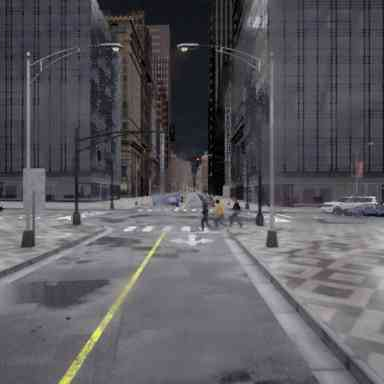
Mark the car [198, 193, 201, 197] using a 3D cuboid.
[{"bbox_3d":[3.093,1.414,84.189,1.887,1.381,4.507,0,0,0],"label":"car"}]

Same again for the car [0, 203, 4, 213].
[{"bbox_3d":[-18.750,1.102,28.684,4.553,1.767,2.097,1,0,0],"label":"car"}]

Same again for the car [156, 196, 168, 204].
[{"bbox_3d":[-5.586,1.511,61.650,1.802,1.307,4.206,0,0,0],"label":"car"}]

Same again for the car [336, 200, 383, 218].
[{"bbox_3d":[17.170,1.787,31.919,5.357,1.411,2.033,1,0,0],"label":"car"}]

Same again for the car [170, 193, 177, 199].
[{"bbox_3d":[-5.355,1.176,95.436,1.690,1.788,3.998,0,0,0],"label":"car"}]

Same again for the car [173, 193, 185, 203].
[{"bbox_3d":[-2.721,1.482,66.742,1.994,1.385,4.181,0,0,1],"label":"car"}]

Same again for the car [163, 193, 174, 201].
[{"bbox_3d":[-5.470,1.202,78.595,2.192,1.841,5.009,0,0,0],"label":"car"}]

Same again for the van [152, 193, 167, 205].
[{"bbox_3d":[-5.624,1.282,56.000,1.690,1.788,3.998,0,0,0],"label":"van"}]

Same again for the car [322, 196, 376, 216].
[{"bbox_3d":[16.721,1.464,35.164,5.566,2.045,2.150,1,0,0],"label":"car"}]

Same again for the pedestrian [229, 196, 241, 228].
[{"bbox_3d":[2.458,1.134,19.061,0.375,1.860,0.375,0,0,0],"label":"pedestrian"}]

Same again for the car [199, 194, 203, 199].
[{"bbox_3d":[3.015,1.484,72.891,1.802,1.307,4.206,0,0,0],"label":"car"}]

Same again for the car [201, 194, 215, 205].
[{"bbox_3d":[2.901,1.506,55.944,1.947,1.339,4.313,0,0,0],"label":"car"}]

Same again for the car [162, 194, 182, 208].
[{"bbox_3d":[-2.909,1.431,48.854,1.882,1.535,5.008,0,0,0],"label":"car"}]

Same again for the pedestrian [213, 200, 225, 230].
[{"bbox_3d":[1.616,1.286,19.659,0.375,1.860,0.375,0,0,0],"label":"pedestrian"}]

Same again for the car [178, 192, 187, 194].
[{"bbox_3d":[-2.598,1.403,81.495,2.033,1.411,5.357,0,0,0],"label":"car"}]

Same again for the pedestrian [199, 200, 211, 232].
[{"bbox_3d":[0.729,1.287,18.459,0.375,1.860,0.375,0,0,0],"label":"pedestrian"}]

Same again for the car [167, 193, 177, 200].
[{"bbox_3d":[-5.393,1.167,89.892,2.192,1.841,5.009,0,0,0],"label":"car"}]
